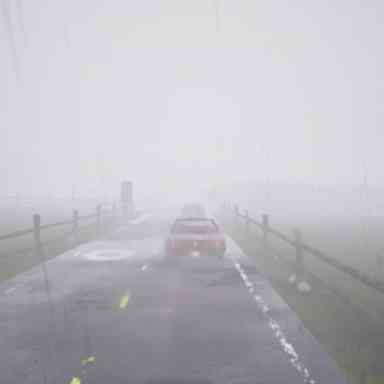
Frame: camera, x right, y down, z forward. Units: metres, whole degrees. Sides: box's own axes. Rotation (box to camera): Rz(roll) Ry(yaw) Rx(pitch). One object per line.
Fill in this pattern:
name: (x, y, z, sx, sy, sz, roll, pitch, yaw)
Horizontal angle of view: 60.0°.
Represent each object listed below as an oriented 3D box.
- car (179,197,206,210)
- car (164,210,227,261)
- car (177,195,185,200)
car: (0.100, 1.404, 27.033, 1.882, 1.535, 5.008, 0, 0, 0)
car: (0.102, 1.566, 12.132, 1.895, 1.301, 4.718, 0, 0, 0)
car: (-2.745, 1.369, 83.938, 1.994, 1.385, 4.181, 0, 0, 0)
